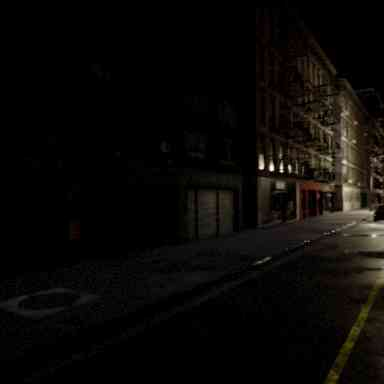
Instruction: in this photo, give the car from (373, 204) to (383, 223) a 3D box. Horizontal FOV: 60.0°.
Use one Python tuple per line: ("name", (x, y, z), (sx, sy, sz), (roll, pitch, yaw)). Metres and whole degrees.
("car", (16.880, 1.802, 28.636), (1.882, 1.535, 5.008), (-2, -1, 35))
